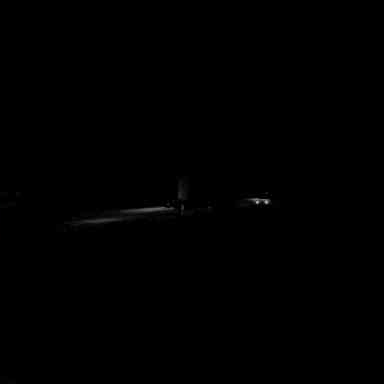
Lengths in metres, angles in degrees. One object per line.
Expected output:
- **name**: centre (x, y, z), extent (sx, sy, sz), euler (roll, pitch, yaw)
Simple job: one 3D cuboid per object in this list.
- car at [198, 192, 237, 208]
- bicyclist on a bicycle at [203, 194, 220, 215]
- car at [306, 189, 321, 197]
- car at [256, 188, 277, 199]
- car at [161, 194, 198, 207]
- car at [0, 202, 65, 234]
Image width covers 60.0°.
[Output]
- **car**: centre (3.088, 0.779, 35.478), extent (1.882, 1.535, 5.008), euler (1, 2, 35)
- **bicyclist on a bicycle**: centre (1.520, 1.006, 26.535), extent (1.656, 1.620, 0.582), euler (0, 1, 35)
- **car**: centre (23.384, 0.168, 64.073), extent (1.994, 1.385, 4.181), euler (1, 2, 35)
- **car**: centre (12.189, 0.131, 54.513), extent (2.097, 1.767, 4.553), euler (1, 2, 35)
- **car**: centre (-1.191, 0.882, 35.839), extent (1.895, 1.301, 4.718), euler (1, 2, 35)
- **car**: centre (-9.347, 1.285, 17.958), extent (2.128, 1.511, 4.902), euler (1, 2, 35)
